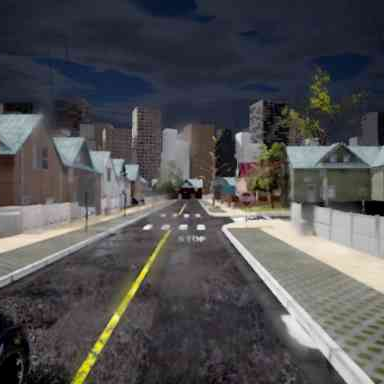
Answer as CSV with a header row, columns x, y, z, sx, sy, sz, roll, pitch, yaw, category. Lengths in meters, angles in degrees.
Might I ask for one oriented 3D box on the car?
x,y,z,sx,sy,sz,roll,pitch,yaw,category
-2.822,1.574,2.039,1.994,1.385,4.181,0,0,1,car
